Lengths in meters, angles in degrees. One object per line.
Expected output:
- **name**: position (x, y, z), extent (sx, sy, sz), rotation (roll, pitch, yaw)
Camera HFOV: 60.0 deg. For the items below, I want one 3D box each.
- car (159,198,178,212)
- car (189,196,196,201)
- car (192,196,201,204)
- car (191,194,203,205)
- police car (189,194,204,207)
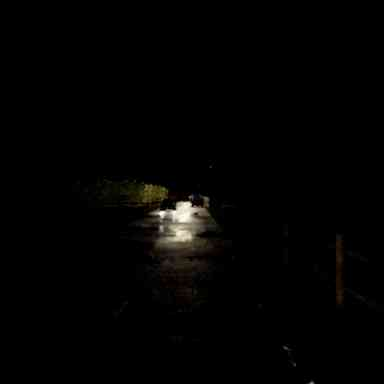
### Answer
- **car**: position (-2.822, 1.572, 40.698), extent (1.837, 1.490, 4.892), rotation (0, 0, 0)
- **car**: position (0.040, 1.707, 89.112), extent (1.895, 1.301, 4.718), rotation (0, 0, 0)
- **car**: position (0.856, 1.656, 69.635), extent (1.882, 1.535, 5.008), rotation (0, 0, 0)
- **car**: position (0.853, 1.380, 63.667), extent (2.150, 2.045, 5.566), rotation (0, 0, 0)
- **police car**: position (0.849, 1.542, 53.746), extent (1.930, 1.638, 5.238), rotation (0, 0, 0)
